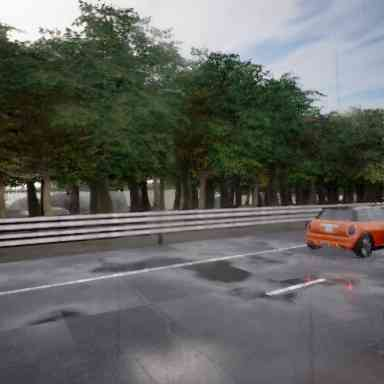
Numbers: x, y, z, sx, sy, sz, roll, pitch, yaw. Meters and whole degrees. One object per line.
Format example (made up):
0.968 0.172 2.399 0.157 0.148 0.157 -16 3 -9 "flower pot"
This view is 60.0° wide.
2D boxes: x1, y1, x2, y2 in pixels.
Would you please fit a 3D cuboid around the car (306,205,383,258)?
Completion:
6.468 1.305 12.709 4.553 1.767 2.097 0 0 -35 "car"
